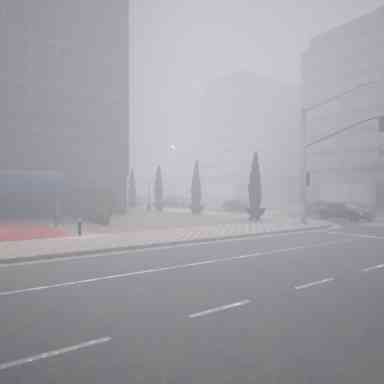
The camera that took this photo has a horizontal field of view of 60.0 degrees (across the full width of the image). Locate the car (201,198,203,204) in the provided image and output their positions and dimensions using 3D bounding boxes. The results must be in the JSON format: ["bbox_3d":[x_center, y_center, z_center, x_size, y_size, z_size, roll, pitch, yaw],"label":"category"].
[{"bbox_3d":[-0.793,1.563,51.317,1.994,1.385,4.181,0,0,-35],"label":"car"}]

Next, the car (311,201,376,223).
[{"bbox_3d":[11.914,1.525,25.977,1.812,1.442,4.674,0,0,-24],"label":"car"}]

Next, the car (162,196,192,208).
[{"bbox_3d":[-2.126,1.351,47.114,2.097,1.767,4.553,0,0,-35],"label":"car"}]

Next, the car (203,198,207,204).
[{"bbox_3d":[0.921,1.564,61.417,1.994,1.385,4.181,0,0,-34],"label":"car"}]

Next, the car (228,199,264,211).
[{"bbox_3d":[6.585,1.564,40.751,1.994,1.385,4.181,0,0,-34],"label":"car"}]

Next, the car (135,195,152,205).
[{"bbox_3d":[-8.559,1.601,56.386,1.895,1.301,4.718,0,0,-35],"label":"car"}]

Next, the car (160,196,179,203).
[{"bbox_3d":[-4.736,1.600,69.582,1.895,1.301,4.718,0,0,-34],"label":"car"}]

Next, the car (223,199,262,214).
[{"bbox_3d":[5.365,1.505,36.378,1.837,1.490,4.892,0,0,-35],"label":"car"}]

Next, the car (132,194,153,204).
[{"bbox_3d":[-9.530,1.274,63.995,2.097,1.767,4.553,0,0,-35],"label":"car"}]

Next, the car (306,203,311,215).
[{"bbox_3d":[12.736,1.564,31.931,1.994,1.385,4.181,0,0,-35],"label":"car"}]
